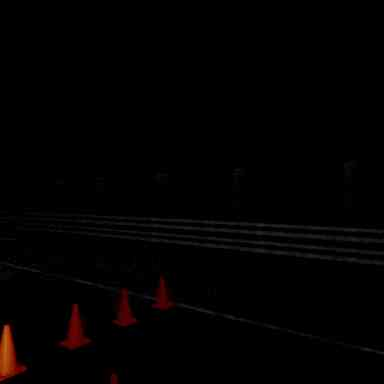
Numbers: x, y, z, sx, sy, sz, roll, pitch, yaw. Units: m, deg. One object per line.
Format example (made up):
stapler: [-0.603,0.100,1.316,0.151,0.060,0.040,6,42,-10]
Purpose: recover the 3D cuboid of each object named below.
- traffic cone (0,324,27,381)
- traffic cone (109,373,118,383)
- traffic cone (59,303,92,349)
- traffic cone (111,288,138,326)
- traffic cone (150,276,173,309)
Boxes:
traffic cone: [-2.350,1.988,4.233,0.340,0.580,0.340,-1,0,36]
traffic cone: [-0.722,1.973,3.072,0.340,0.580,0.340,-1,0,36]
traffic cone: [-1.768,1.988,5.047,0.340,0.580,0.340,-1,0,36]
traffic cone: [-1.187,1.988,5.861,0.340,0.580,0.340,-1,0,36]
traffic cone: [-0.607,1.989,6.675,0.340,0.580,0.340,-1,0,36]
